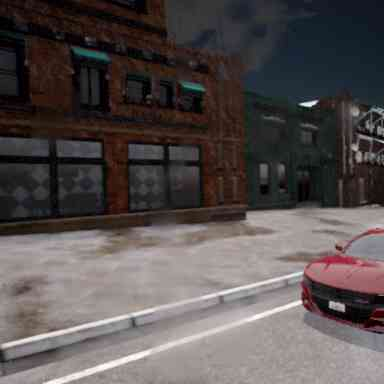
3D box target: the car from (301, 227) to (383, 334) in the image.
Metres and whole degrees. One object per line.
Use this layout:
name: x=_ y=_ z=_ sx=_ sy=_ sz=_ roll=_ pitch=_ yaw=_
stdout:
car: x=4.184 y=1.477 z=6.643 sx=5.008 sy=1.535 sz=1.882 roll=0 pitch=0 yaw=-38
